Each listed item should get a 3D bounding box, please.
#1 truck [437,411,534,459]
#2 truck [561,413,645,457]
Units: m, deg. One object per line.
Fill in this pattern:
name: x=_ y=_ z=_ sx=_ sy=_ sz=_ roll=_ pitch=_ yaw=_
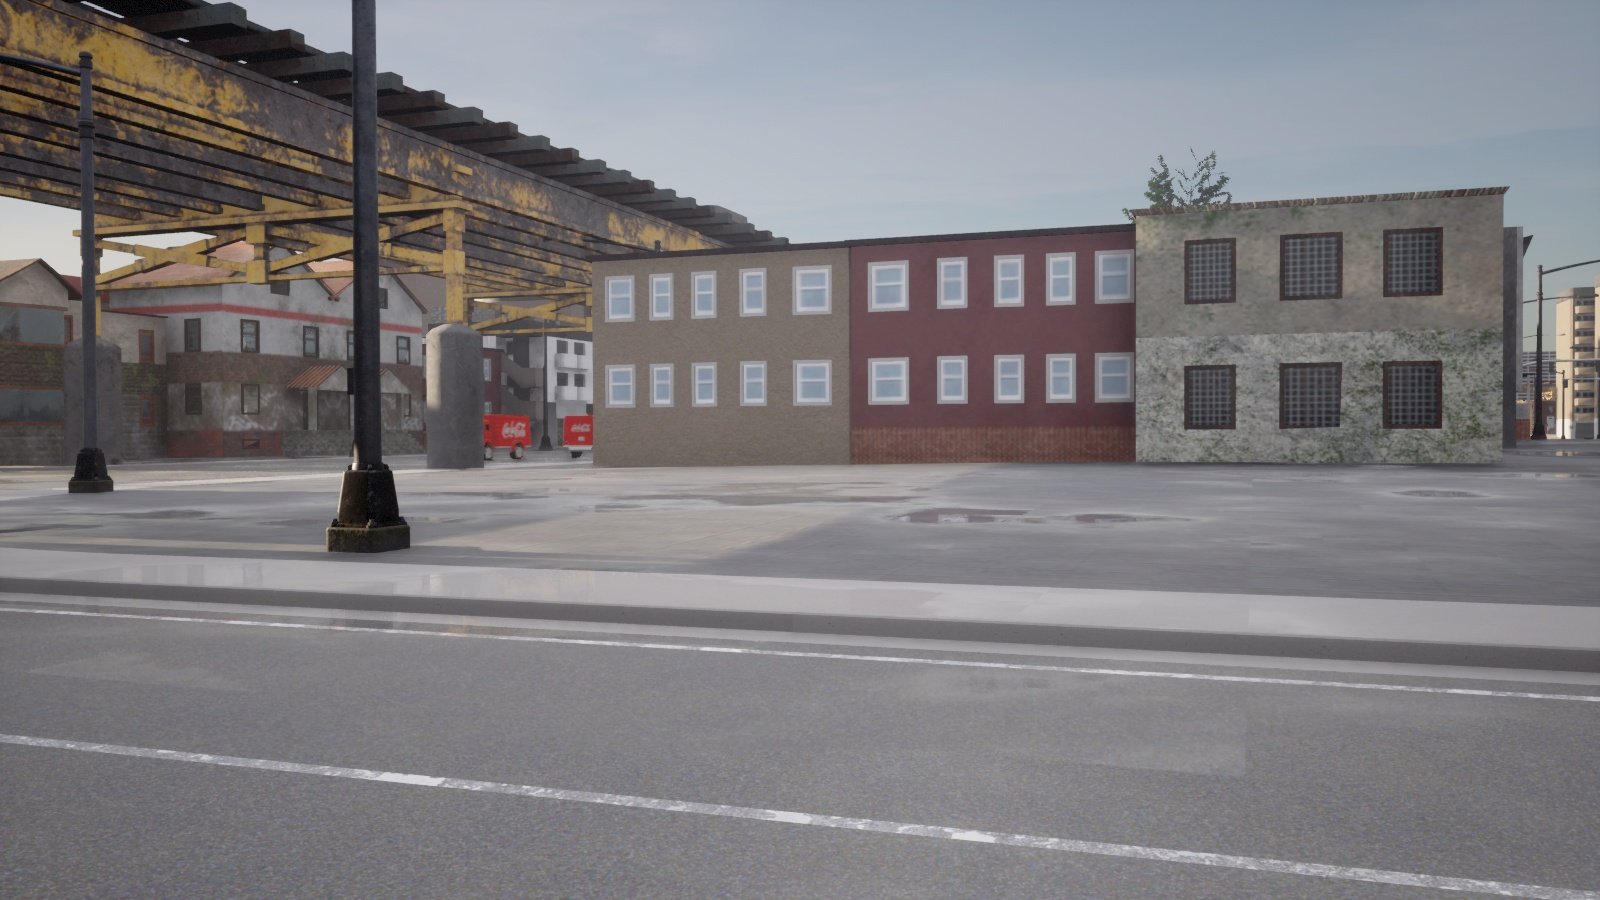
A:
truck: x=-16.960 y=-0.812 z=67.974 sx=2.627 sy=2.467 sz=5.204 roll=1 pitch=1 yaw=20
truck: x=-11.409 y=-0.873 z=73.016 sx=2.627 sy=2.467 sz=5.204 roll=1 pitch=1 yaw=20
